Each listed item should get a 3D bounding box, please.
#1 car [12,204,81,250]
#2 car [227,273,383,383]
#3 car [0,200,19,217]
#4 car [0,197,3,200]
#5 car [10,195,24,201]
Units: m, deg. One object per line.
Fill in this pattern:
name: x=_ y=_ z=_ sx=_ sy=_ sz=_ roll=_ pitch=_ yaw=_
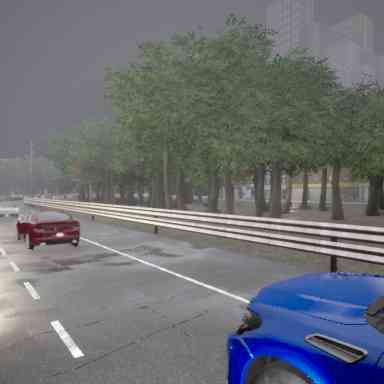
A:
car: x=-6.430 y=1.494 z=14.639 sx=1.882 sy=1.535 sz=5.008 roll=0 pitch=0 yaw=-35
car: x=2.587 y=1.225 z=1.671 sx=2.150 sy=2.045 sz=5.566 roll=0 pitch=0 yaw=-35
car: x=-16.218 y=1.598 z=28.713 sx=1.895 sy=1.301 sz=4.718 roll=0 pitch=0 yaw=-35
car: x=-36.634 y=1.503 z=62.259 sx=2.128 sy=1.511 sz=4.902 roll=0 pitch=0 yaw=-20
car: x=-41.242 y=1.465 z=78.365 sx=1.882 sy=1.535 sz=5.008 roll=0 pitch=0 yaw=-10
